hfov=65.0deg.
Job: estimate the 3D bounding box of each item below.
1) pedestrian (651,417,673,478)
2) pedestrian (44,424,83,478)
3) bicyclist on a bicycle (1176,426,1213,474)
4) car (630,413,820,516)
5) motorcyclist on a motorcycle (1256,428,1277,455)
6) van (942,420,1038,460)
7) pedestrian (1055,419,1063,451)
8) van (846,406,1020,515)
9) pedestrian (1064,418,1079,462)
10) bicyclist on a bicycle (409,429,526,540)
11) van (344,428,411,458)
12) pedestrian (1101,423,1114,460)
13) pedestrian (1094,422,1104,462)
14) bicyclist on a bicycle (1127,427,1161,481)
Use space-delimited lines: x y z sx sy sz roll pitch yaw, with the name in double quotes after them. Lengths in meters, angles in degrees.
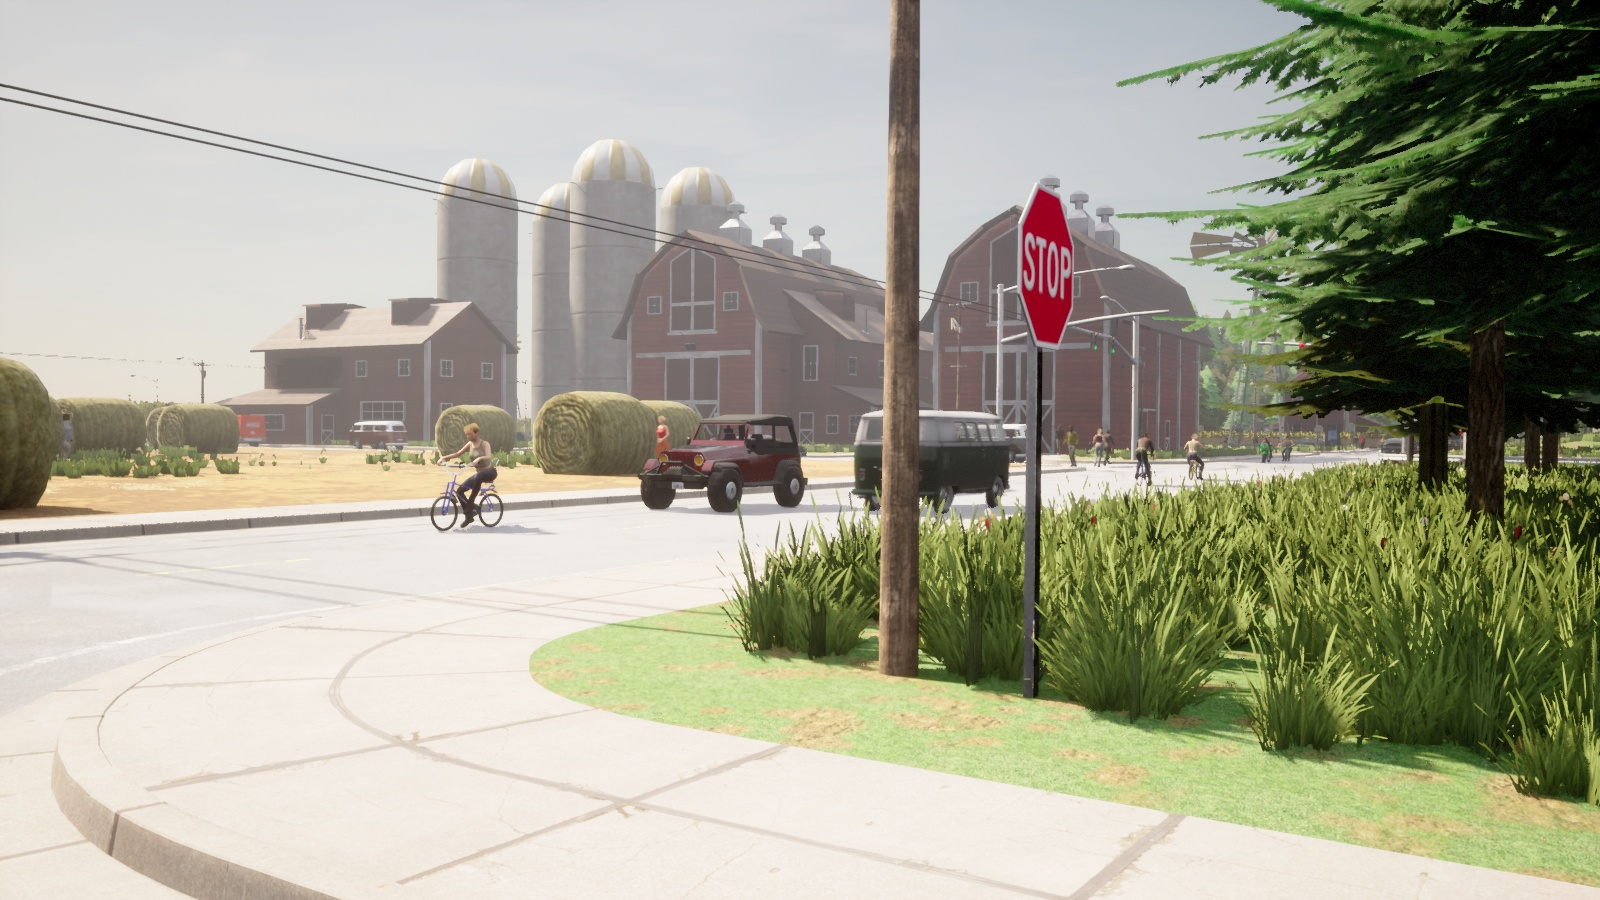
-4.235 -0.086 38.532 0.345 1.836 0.594 0 1 35 "pedestrian"
-25.691 0.026 43.807 0.900 1.855 0.874 -1 1 -10 "pedestrian"
13.684 -0.015 43.524 0.866 1.612 1.509 0 1 31 "bicyclist on a bicycle"
-1.407 0.233 25.069 1.905 1.878 3.866 0 1 31 "car"
26.969 -0.487 72.584 0.797 1.523 2.044 0 1 31 "motorcyclist on a motorcycle"
9.965 -0.527 65.877 4.480 2.038 2.069 0 1 30 "van"
15.205 -0.864 73.629 0.431 1.840 0.703 0 1 10 "pedestrian"
2.777 0.149 25.250 1.775 1.987 4.442 0 1 31 "van"
11.526 -0.419 53.247 0.370 1.835 0.726 0 1 35 "pedestrian"
-5.018 0.488 19.032 0.866 1.612 1.509 0 1 31 "bicyclist on a bicycle"
-29.842 -0.478 88.682 4.480 2.038 2.069 0 1 30 "van"
14.982 -0.429 61.150 0.328 1.805 0.869 0 1 36 "pedestrian"
13.979 -0.387 58.707 0.345 1.836 0.594 0 1 27 "pedestrian"
10.448 0.104 38.093 0.582 1.620 1.656 0 1 31 "bicyclist on a bicycle"
